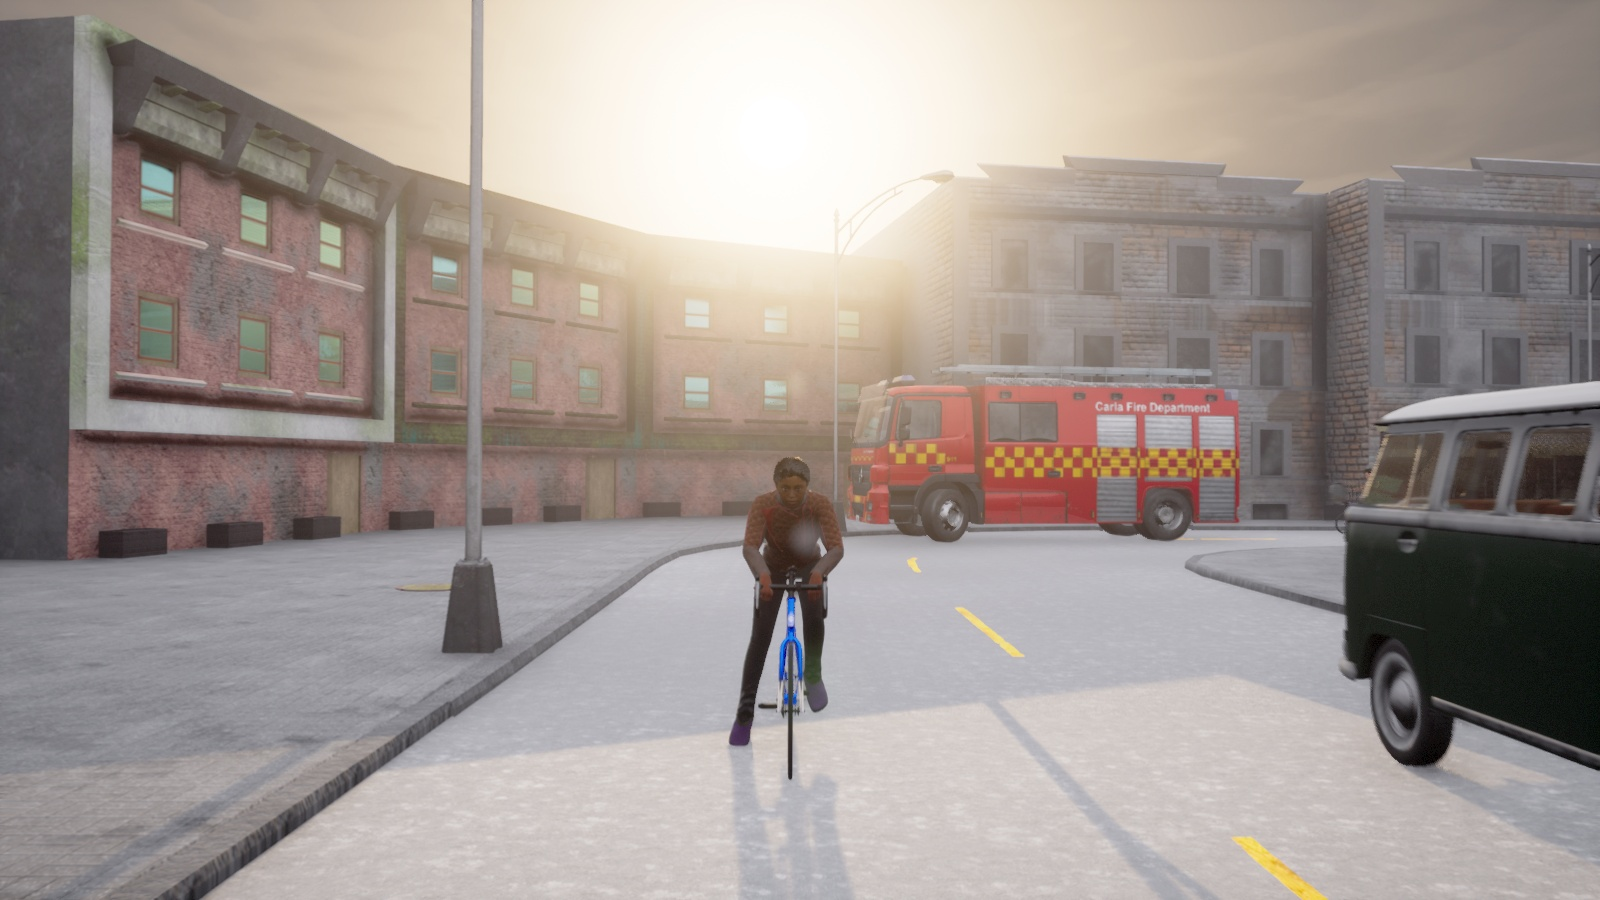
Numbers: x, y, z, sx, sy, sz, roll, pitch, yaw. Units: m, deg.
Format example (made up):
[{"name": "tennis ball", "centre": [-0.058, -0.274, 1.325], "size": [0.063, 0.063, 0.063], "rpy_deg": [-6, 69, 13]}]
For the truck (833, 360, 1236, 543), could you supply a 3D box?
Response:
[{"name": "truck", "centre": [5.189, 0.035, 28.389], "size": [8.468, 3.827, 2.891], "rpy_deg": [0, -1, -10]}]

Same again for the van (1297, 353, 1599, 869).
[{"name": "van", "centre": [3.963, 0.628, 5.500], "size": [1.775, 1.987, 4.442], "rpy_deg": [0, -1, 0]}]

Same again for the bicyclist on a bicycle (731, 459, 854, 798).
[{"name": "bicyclist on a bicycle", "centre": [-0.040, 0.864, 6.852], "size": [0.582, 1.620, 1.656], "rpy_deg": [0, -1, 0]}]
